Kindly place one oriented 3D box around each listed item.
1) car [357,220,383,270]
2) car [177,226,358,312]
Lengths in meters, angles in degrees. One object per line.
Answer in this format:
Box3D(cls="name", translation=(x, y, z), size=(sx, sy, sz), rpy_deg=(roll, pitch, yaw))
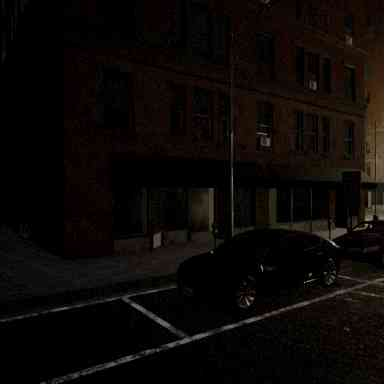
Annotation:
Box3D(cls="car", translation=(6.189, 1.582, 10.912), size=(4.206, 1.307, 1.802), rpy_deg=(0, 0, -35))
Box3D(cls="car", translation=(1.701, 1.566, 7.730), size=(4.313, 1.339, 1.947), rpy_deg=(0, 0, -35))
